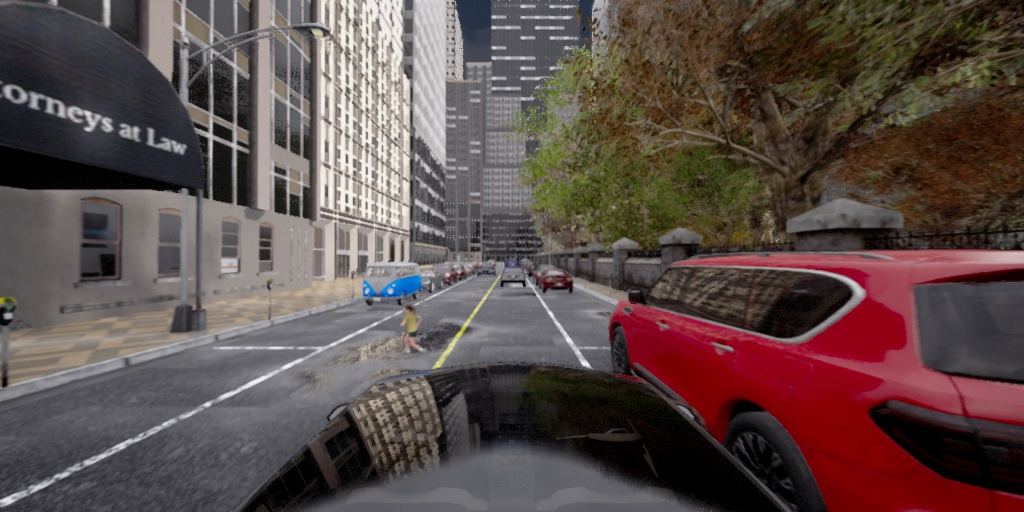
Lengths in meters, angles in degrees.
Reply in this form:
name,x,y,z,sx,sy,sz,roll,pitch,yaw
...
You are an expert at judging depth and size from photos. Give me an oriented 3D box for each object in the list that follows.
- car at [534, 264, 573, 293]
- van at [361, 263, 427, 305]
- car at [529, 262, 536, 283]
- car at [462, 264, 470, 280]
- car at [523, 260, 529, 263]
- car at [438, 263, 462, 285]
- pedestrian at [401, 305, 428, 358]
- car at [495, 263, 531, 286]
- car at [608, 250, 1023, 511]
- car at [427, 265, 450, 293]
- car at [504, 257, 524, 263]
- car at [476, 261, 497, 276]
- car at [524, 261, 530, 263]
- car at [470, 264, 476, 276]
name,x,y,z,sx,sy,sz,roll,pitch,yaw
car,2.579,1.420,21.709,1.888,1.381,4.507,0,0,0
van,-5.306,1.181,16.175,1.690,1.789,3.998,0,0,0
car,2.582,1.348,27.254,1.967,1.591,4.097,0,0,0
car,-5.294,1.382,32.809,1.967,1.591,4.097,0,0,0
car,2.595,1.553,43.889,1.888,1.381,4.507,0,0,0
car,-5.298,1.348,27.264,1.967,1.591,4.097,0,0,0
pedestrian,-2.019,1.459,7.241,0.500,1.100,0.500,0,0,0
car,0.085,1.452,26.635,2.033,1.411,5.357,0,0,0
car,2.751,0.989,3.987,2.150,2.045,5.566,0,0,0
car,-5.302,1.425,21.720,2.007,1.370,4.403,0,0,0
car,0.117,1.231,45.569,2.150,2.045,5.566,0,-1,0
car,-2.811,1.550,40.262,1.994,1.385,4.181,0,0,0
car,2.590,1.541,38.344,1.948,1.339,4.313,0,0,0
car,-5.290,1.500,38.184,1.751,1.417,4.829,0,0,0
